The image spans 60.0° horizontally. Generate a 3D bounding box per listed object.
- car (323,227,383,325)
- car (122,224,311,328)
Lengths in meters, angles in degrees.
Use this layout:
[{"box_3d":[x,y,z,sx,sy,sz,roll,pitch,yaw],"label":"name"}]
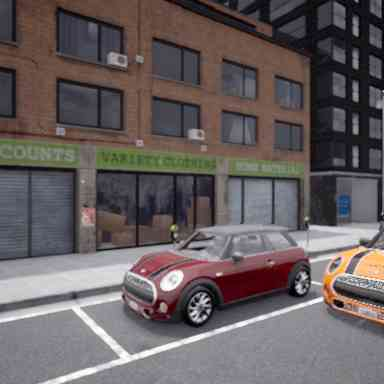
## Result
[{"box_3d":[4.693,1.388,6.725,4.553,1.767,2.097,0,0,-35],"label":"car"},{"box_3d":[0.611,1.461,6.970,4.097,1.590,1.967,0,0,-35],"label":"car"}]
